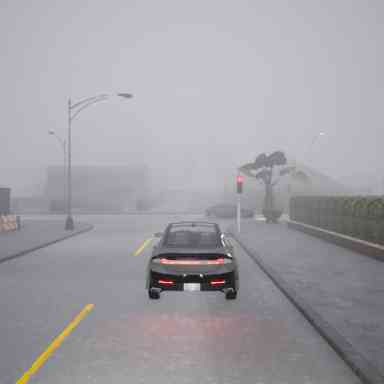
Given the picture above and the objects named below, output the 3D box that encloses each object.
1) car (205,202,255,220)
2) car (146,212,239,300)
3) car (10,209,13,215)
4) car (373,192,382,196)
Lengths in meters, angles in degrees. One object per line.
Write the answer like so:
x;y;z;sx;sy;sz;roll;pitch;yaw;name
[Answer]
3.095;1.564;27.600;4.181;1.385;1.994;0;0;0;car
0.039;1.492;8.395;2.128;1.511;4.902;0;0;1;car
-17.196;1.564;27.606;4.181;1.385;1.994;0;0;0;car
38.029;0.973;67.799;1.905;1.878;3.866;0;0;0;car
